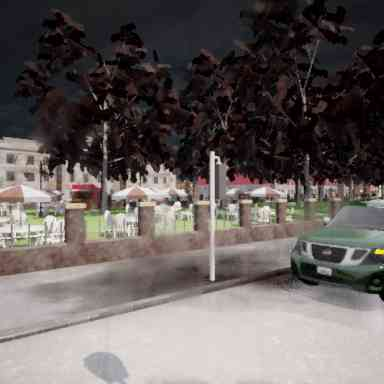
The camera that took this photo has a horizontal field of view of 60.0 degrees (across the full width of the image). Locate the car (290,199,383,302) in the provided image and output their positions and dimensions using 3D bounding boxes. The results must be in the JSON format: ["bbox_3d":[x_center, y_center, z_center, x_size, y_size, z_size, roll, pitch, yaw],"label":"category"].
[{"bbox_3d":[4.858,1.219,8.384,5.566,2.045,2.150,0,0,-37],"label":"car"}]

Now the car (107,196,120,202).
[{"bbox_3d":[-13.393,1.351,51.174,4.553,1.767,2.097,0,0,-37],"label":"car"}]
